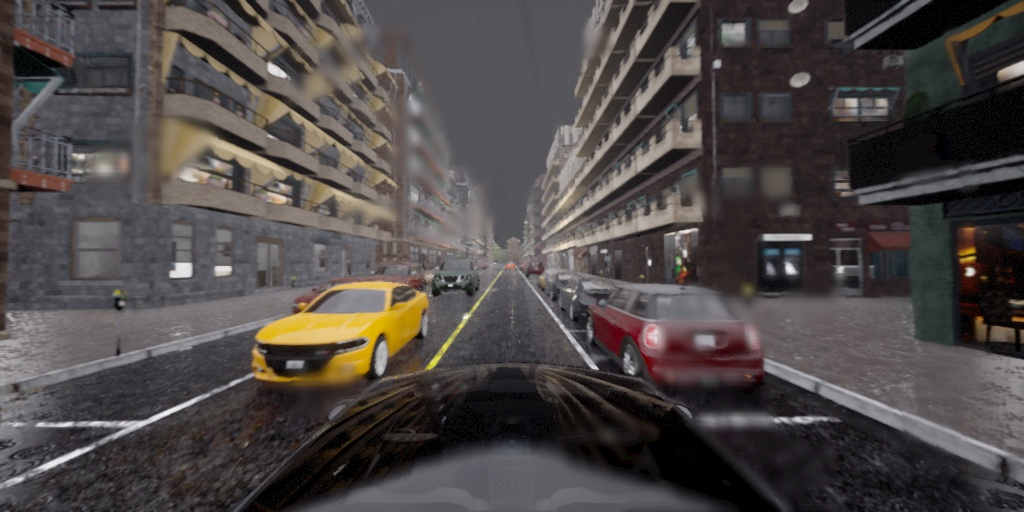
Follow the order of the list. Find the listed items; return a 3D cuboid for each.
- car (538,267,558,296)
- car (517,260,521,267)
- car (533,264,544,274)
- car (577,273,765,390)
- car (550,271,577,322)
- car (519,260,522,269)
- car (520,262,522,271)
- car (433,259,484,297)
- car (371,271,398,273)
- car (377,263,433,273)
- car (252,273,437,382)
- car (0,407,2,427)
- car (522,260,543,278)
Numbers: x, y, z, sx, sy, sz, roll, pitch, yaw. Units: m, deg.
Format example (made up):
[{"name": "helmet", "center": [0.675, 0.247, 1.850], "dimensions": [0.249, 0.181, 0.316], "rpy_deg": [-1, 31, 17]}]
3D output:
[{"name": "car", "center": [2.645, 1.451, 18.059], "dimensions": [2.007, 1.370, 4.403], "rpy_deg": [0, 0, 0]}, {"name": "car", "center": [2.480, 1.670, 62.598], "dimensions": [2.192, 1.841, 5.009], "rpy_deg": [0, 0, 0]}, {"name": "car", "center": [2.624, 1.482, 23.796], "dimensions": [1.751, 1.417, 4.829], "rpy_deg": [0, 0, 0]}, {"name": "car", "center": [2.685, 1.230, 6.924], "dimensions": [1.967, 1.591, 4.097], "rpy_deg": [0, 0, 0]}, {"name": "car", "center": [2.665, 1.396, 12.492], "dimensions": [2.007, 1.370, 4.403], "rpy_deg": [0, 0, 0]}, {"name": "car", "center": [2.501, 1.843, 57.031], "dimensions": [1.888, 1.381, 4.507], "rpy_deg": [0, 0, 0]}, {"name": "car", "center": [2.522, 1.791, 51.464], "dimensions": [2.007, 1.370, 4.403], "rpy_deg": [0, 0, 0]}, {"name": "car", "center": [-3.142, 1.179, 21.100], "dimensions": [2.150, 2.045, 5.566], "rpy_deg": [0, -1, 0]}, {"name": "car", "center": [-5.716, 1.428, 12.494], "dimensions": [1.888, 1.381, 4.507], "rpy_deg": [0, 0, 0]}, {"name": "car", "center": [-5.737, 1.253, 18.062], "dimensions": [2.192, 1.841, 5.009], "rpy_deg": [0, 0, 0]}, {"name": "car", "center": [-3.110, 1.300, 7.610], "dimensions": [1.882, 1.535, 5.008], "rpy_deg": [0, -1, 0]}, {"name": "car", "center": [-5.674, 1.298, 1.188], "dimensions": [1.751, 1.417, 4.829], "rpy_deg": [0, 0, 0]}, {"name": "car", "center": [2.563, 1.441, 40.329], "dimensions": [2.192, 1.841, 5.009], "rpy_deg": [0, 0, 0]}]
